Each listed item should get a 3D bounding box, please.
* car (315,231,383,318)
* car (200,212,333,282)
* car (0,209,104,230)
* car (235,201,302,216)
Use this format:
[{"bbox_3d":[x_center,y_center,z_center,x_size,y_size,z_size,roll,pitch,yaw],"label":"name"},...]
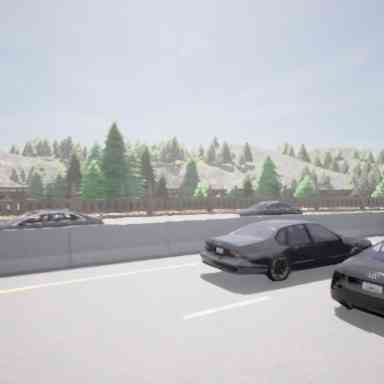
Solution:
[{"bbox_3d":[4.665,1.524,6.446,4.181,1.385,1.994,0,0,-31],"label":"car"},{"bbox_3d":[2.863,1.493,9.519,5.357,1.411,2.033,0,0,-30],"label":"car"},{"bbox_3d":[-5.716,1.420,12.573,4.902,1.511,2.128,0,0,-33],"label":"car"},{"bbox_3d":[5.229,1.394,22.708,4.892,1.490,1.837,0,0,-25],"label":"car"}]
